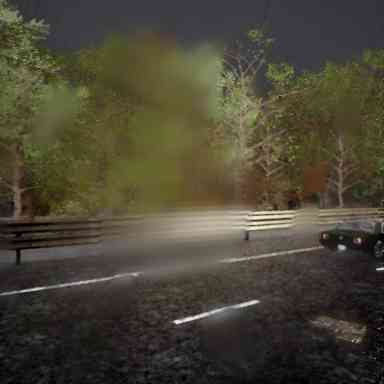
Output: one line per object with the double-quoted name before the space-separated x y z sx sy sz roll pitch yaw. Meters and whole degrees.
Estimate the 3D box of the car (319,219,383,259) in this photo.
"car" 7.273 1.757 13.410 4.718 1.301 1.895 1 0 -36
